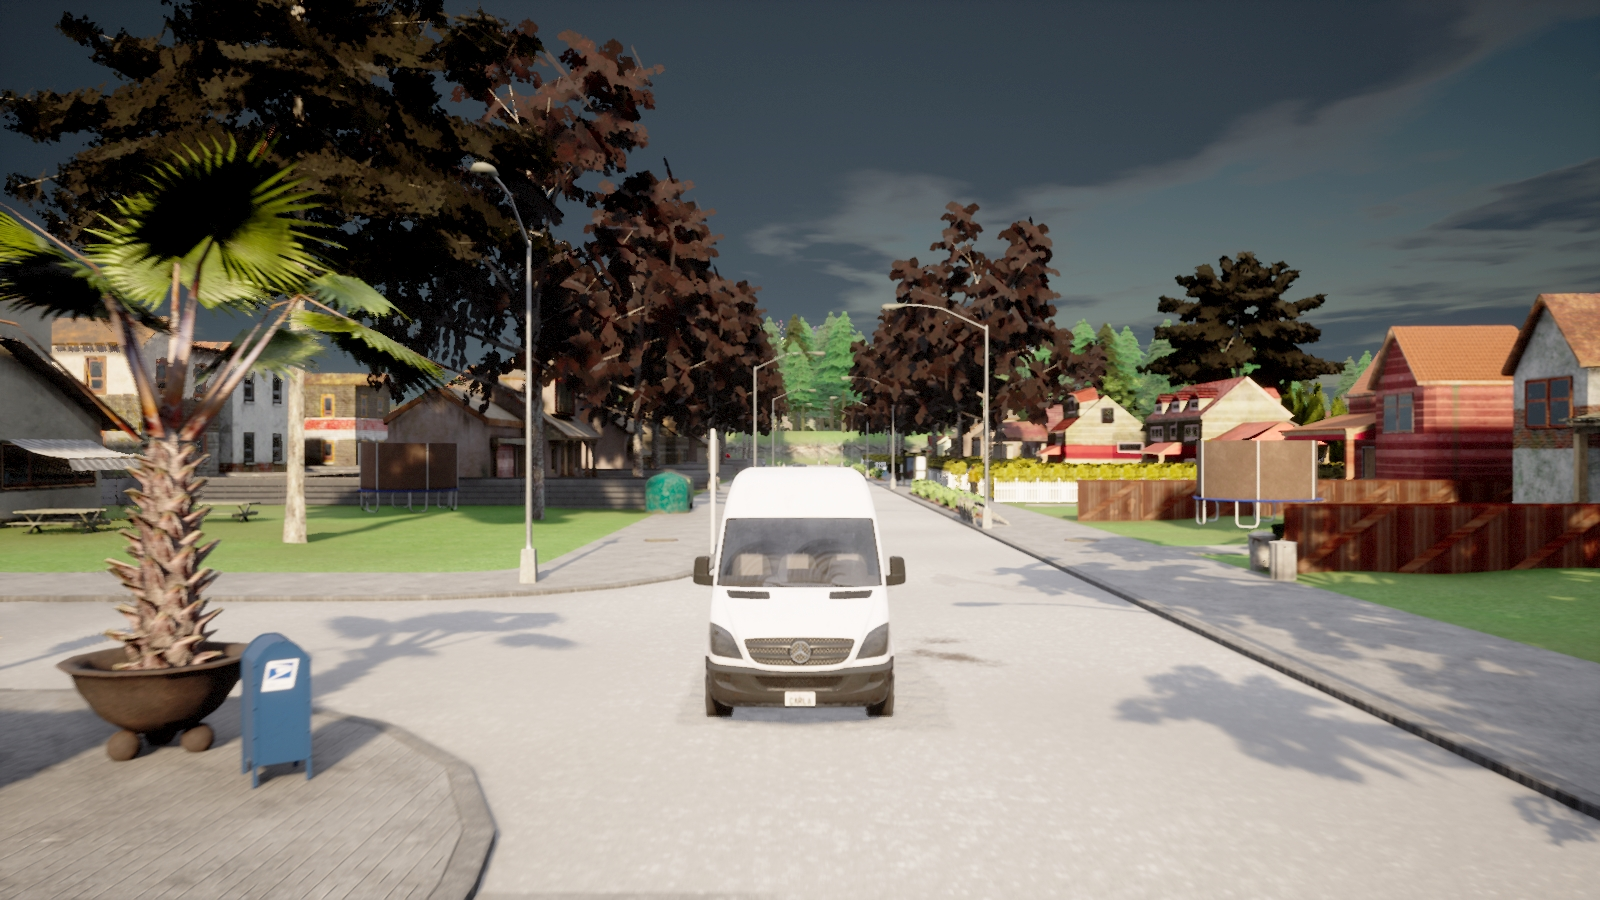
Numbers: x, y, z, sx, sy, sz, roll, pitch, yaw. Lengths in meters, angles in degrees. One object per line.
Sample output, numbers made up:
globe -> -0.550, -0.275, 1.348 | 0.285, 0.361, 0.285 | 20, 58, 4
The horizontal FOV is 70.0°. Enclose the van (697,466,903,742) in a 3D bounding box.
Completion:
van -> 0.003, 1.523, 13.960 | 1.988, 2.561, 5.915 | 0, 0, 0

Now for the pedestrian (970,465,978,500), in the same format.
pedestrian -> 9.201, 1.704, 60.394 | 0.375, 1.860, 0.375 | 0, 0, 20
